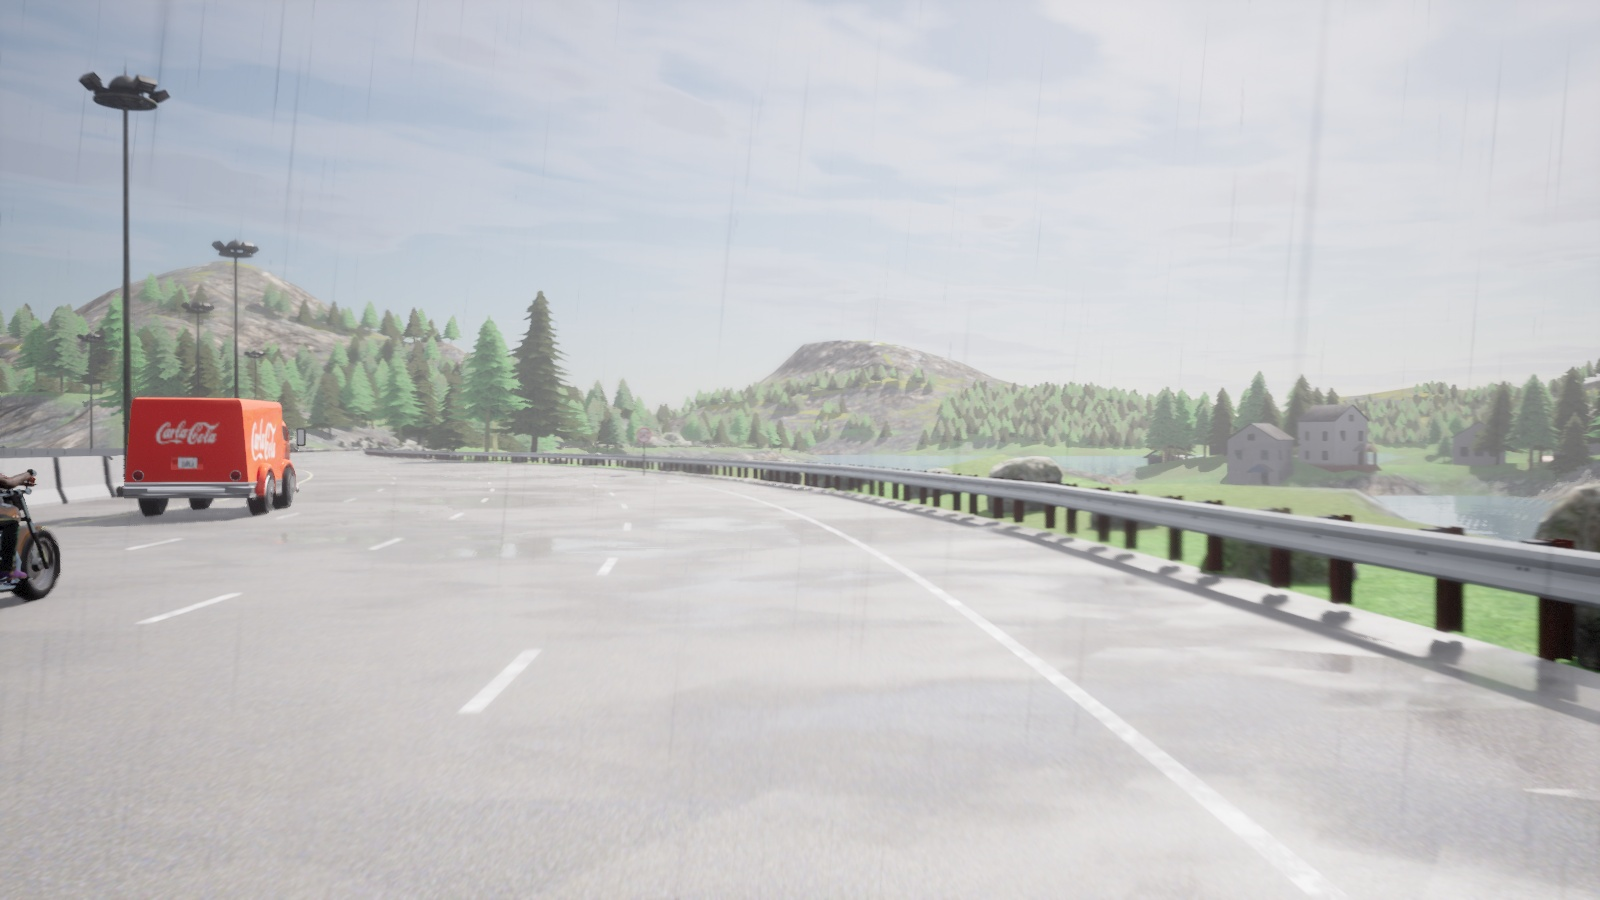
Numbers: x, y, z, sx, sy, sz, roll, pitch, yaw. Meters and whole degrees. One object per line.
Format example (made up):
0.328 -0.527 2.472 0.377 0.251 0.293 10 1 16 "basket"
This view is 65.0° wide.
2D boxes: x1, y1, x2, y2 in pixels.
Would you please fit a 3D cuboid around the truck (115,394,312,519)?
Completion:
-12.679 0.121 27.622 2.627 2.467 5.204 0 0 -9 "truck"

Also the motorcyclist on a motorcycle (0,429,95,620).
-7.293 0.643 11.221 0.766 1.649 2.350 -1 0 -4 "motorcyclist on a motorcycle"
